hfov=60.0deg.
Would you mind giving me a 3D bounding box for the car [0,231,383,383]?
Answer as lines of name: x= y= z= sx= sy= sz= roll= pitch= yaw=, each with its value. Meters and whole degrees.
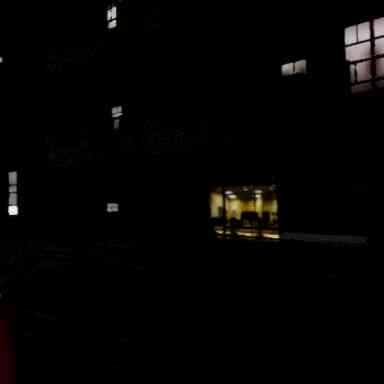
car: x=-0.615 y=1.343 z=3.335 sx=5.009 sy=1.841 sz=2.192 roll=-1 pitch=-2 yaw=36
